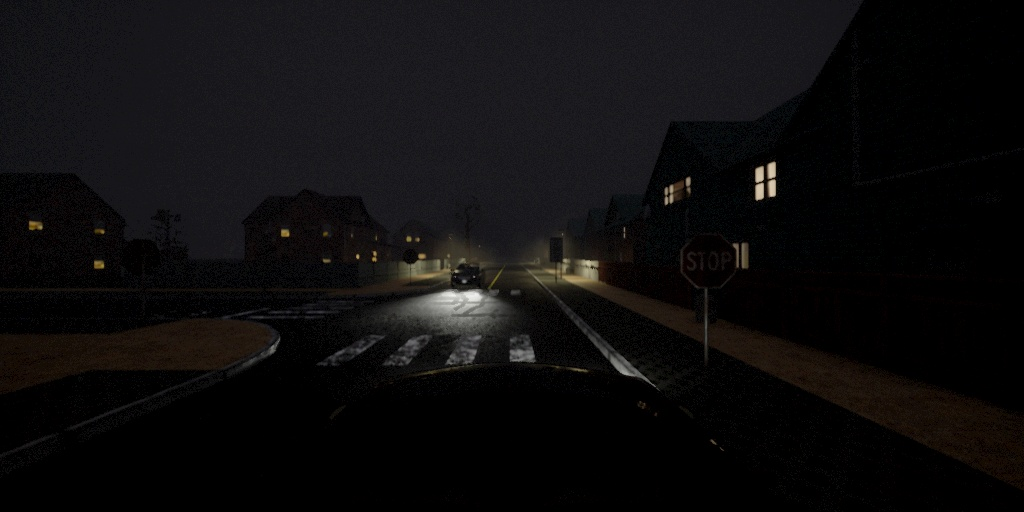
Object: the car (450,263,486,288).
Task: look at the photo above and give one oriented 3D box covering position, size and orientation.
[{"bbox_3d":[-2.747,1.192,23.136,2.128,1.511,4.902,0,0,0],"label":"car"}]
